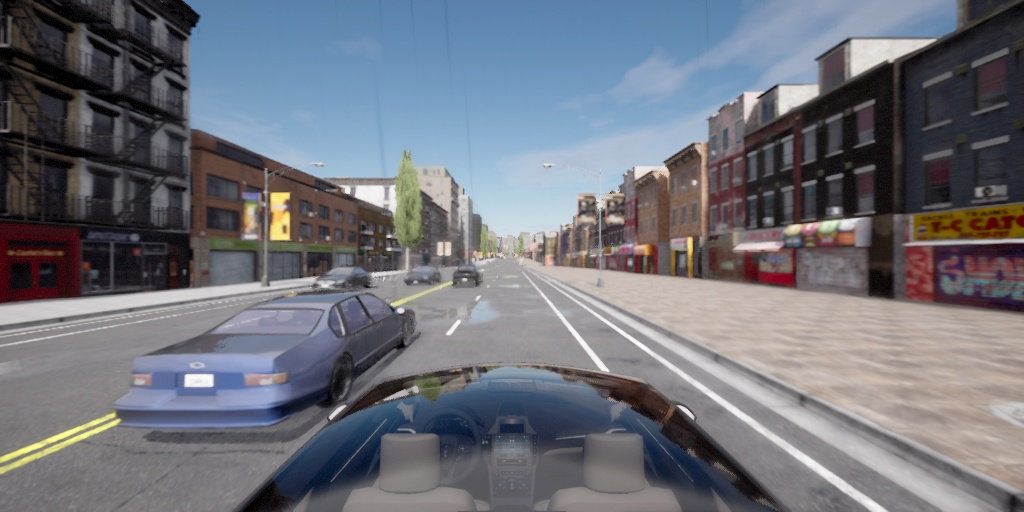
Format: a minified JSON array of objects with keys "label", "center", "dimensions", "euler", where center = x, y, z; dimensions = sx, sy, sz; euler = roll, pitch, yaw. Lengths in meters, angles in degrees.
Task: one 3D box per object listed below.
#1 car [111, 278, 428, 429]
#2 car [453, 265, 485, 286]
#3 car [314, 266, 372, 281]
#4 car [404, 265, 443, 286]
[{"label":"car","center":[-3.150,1.299,6.120],"dimensions":[2.033,1.411,5.357],"euler":[0,0,0]},{"label":"car","center":[-3.151,1.366,26.274],"dimensions":[1.837,1.490,4.892],"euler":[0,-1,0]},{"label":"car","center":[-9.827,1.336,21.203],"dimensions":[1.812,1.442,4.674],"euler":[0,-1,0]},{"label":"car","center":[-6.536,1.419,27.069],"dimensions":[2.033,1.411,5.357],"euler":[0,-1,0]}]
